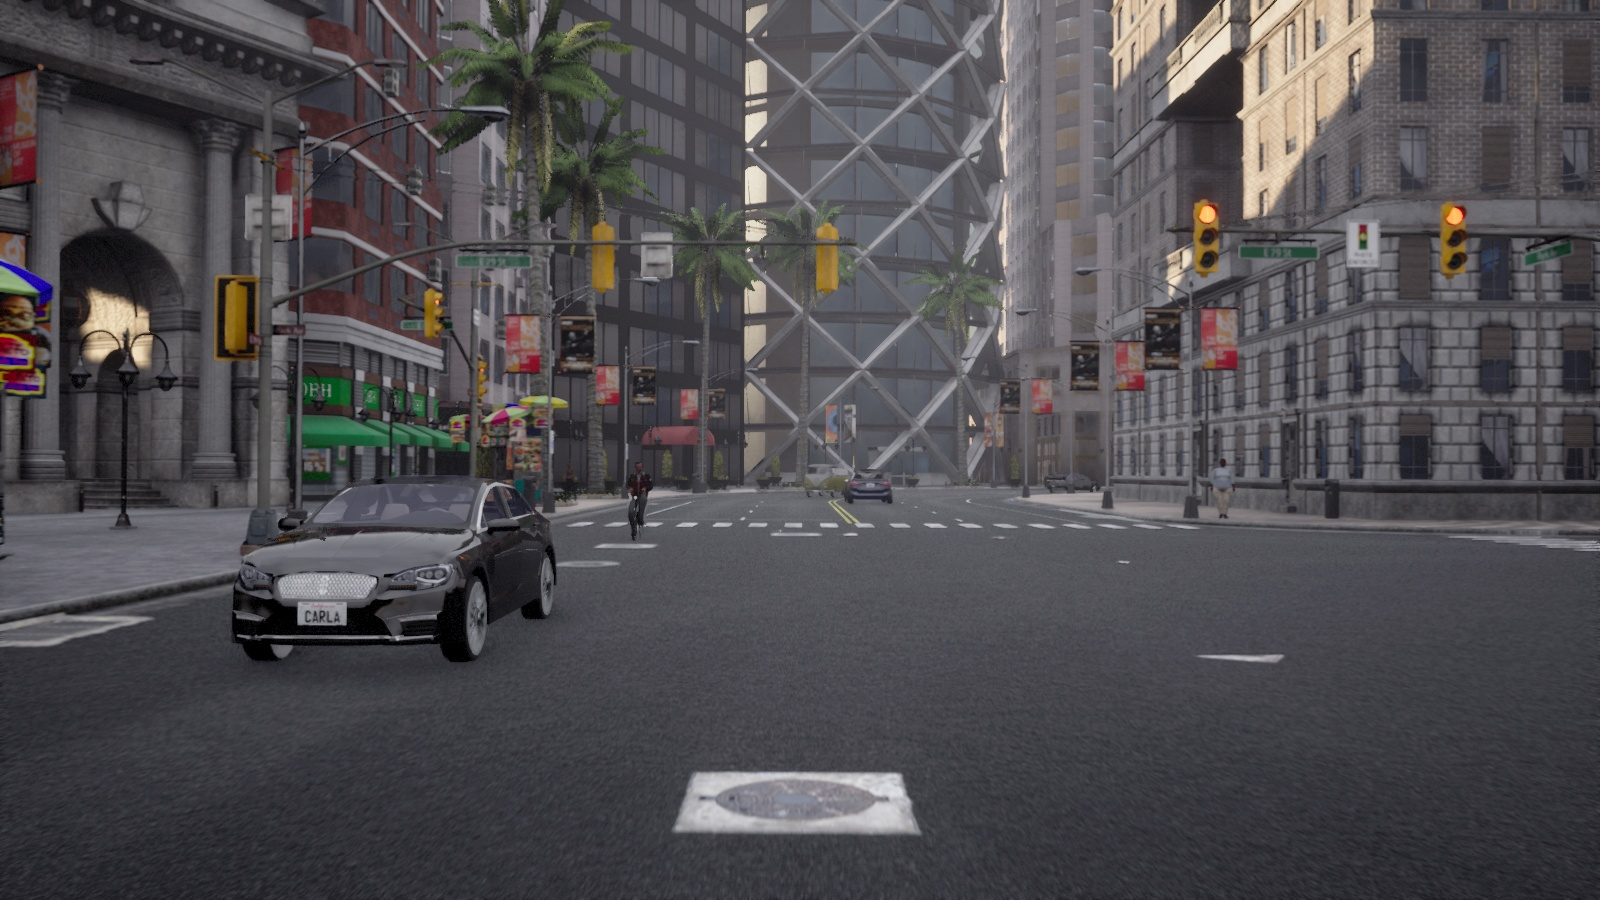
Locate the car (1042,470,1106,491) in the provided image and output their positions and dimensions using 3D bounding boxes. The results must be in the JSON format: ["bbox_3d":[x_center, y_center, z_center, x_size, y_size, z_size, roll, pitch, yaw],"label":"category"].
[{"bbox_3d":[20.057,2.227,91.766,4.902,1.511,2.128,1,-1,-42],"label":"car"}]

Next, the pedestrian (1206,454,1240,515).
[{"bbox_3d":[13.059,1.069,38.794,0.874,1.855,0.900,0,-1,13],"label":"pedestrian"}]

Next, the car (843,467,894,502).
[{"bbox_3d":[3.384,1.692,62.535,2.242,1.667,4.611,0,-1,0],"label":"car"}]

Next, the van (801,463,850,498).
[{"bbox_3d":[1.557,1.808,74.477,1.775,1.987,4.442,-1,-1,17],"label":"van"}]

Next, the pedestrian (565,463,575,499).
[{"bbox_3d":[-11.839,1.601,64.662,0.331,1.846,0.634,0,-1,9],"label":"pedestrian"}]

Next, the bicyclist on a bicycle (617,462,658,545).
[{"bbox_3d":[-3.568,1.163,27.707,0.659,1.776,1.843,0,-1,0],"label":"bicyclist on a bicycle"}]

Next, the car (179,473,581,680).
[{"bbox_3d":[-3.529,0.981,11.731,2.128,1.511,4.902,0,-1,0],"label":"car"}]
